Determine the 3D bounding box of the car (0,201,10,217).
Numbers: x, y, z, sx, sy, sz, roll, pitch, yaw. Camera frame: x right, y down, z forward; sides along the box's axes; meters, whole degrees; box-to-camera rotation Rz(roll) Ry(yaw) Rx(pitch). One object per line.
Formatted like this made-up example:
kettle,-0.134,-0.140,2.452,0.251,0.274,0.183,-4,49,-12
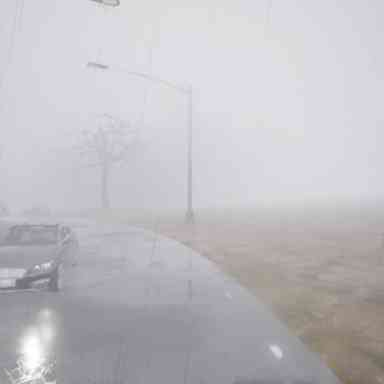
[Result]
car,-25.731,2.245,43.626,2.150,2.045,5.566,2,-3,-43

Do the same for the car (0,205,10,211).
car,-42.124,3.502,74.116,1.895,1.301,4.718,1,-1,-20

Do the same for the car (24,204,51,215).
car,-20.566,2.382,44.108,4.553,1.767,2.097,-2,-3,44

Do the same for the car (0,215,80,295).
car,-4.264,1.607,9.113,2.128,1.511,4.902,0,-1,-12
